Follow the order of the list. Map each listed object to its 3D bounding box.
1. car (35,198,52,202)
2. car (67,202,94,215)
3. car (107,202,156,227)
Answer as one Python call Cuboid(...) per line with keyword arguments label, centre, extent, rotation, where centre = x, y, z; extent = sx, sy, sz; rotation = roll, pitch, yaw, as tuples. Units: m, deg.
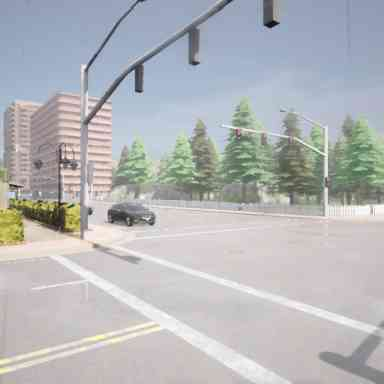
Cuboid(label="car", centre=(-19.641, 1.490, 43.693), extent=(2.128, 1.511, 4.902), rotation=(0, 0, -37))
Cuboid(label="car", centre=(-11.241, 1.601, 32.469), extent=(1.895, 1.301, 4.718), rotation=(0, 0, -37))
Cuboid(label="car", centre=(-4.295, 1.505, 23.206), extent=(1.837, 1.490, 4.892), rotation=(0, 0, -37))
